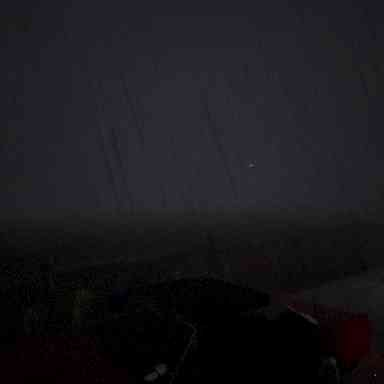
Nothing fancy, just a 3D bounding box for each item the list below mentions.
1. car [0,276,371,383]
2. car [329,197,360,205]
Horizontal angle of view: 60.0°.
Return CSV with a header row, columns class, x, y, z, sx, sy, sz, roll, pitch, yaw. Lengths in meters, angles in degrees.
class,x,y,z,sx,sy,sz,roll,pitch,yaw
car,-0.255,1.693,3.327,4.718,1.301,1.895,0,-2,-36
car,32.590,2.018,71.117,2.242,1.667,4.611,-1,-1,-38
